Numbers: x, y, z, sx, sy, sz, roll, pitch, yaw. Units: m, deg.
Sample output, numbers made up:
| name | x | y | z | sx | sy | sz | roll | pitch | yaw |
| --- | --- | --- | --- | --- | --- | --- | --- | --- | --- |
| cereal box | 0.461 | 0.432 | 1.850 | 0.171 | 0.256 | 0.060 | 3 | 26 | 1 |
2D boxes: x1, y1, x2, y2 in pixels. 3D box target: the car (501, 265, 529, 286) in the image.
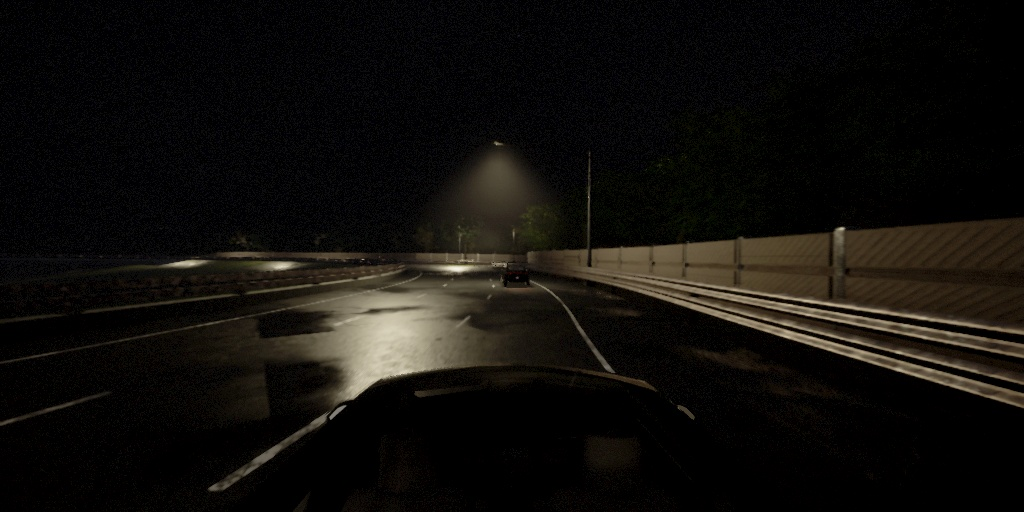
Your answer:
| name | x | y | z | sx | sy | sz | roll | pitch | yaw |
| --- | --- | --- | --- | --- | --- | --- | --- | --- | --- |
| car | 0.192 | 1.425 | 28.018 | 1.882 | 1.535 | 5.008 | 1 | 0 | -4 |
